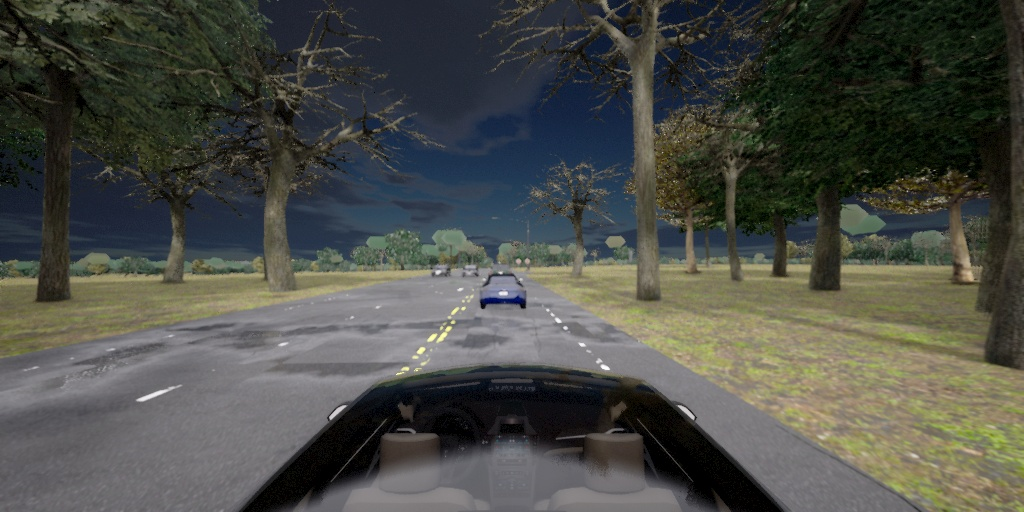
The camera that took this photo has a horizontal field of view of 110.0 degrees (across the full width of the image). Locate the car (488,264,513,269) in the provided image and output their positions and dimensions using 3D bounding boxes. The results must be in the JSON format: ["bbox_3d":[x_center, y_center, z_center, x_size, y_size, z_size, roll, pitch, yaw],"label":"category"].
[{"bbox_3d":[-0.981,1.446,30.953,2.097,1.767,4.553,0,-1,-2],"label":"car"}]

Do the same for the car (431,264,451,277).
[{"bbox_3d":[-8.453,1.746,43.042,2.128,1.511,4.902,0,-1,-2],"label":"car"}]

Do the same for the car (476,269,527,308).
[{"bbox_3d":[-0.415,1.477,16.170,1.994,1.385,4.181,0,-1,-2],"label":"car"}]

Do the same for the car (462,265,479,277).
[{"bbox_3d":[-4.953,1.776,43.089,1.812,1.442,4.674,0,-1,-2],"label":"car"}]
